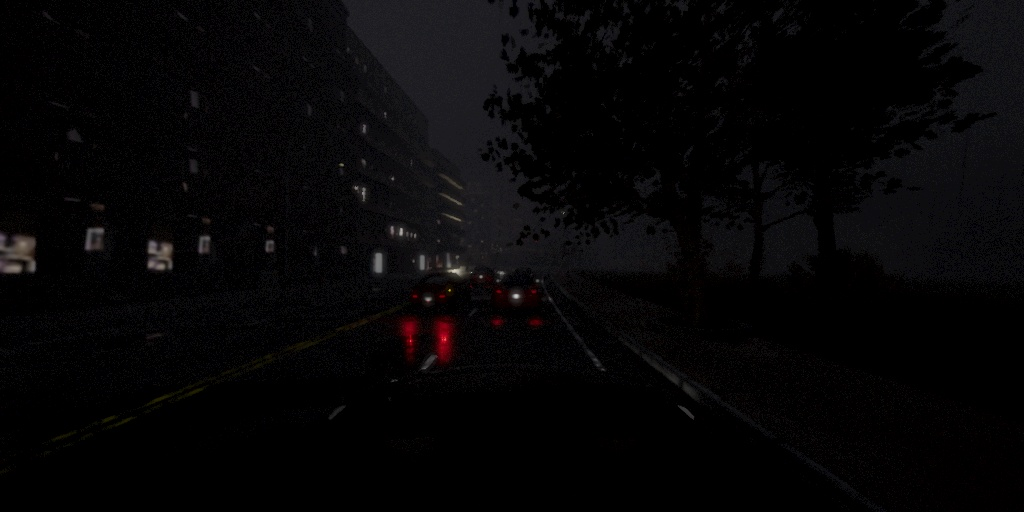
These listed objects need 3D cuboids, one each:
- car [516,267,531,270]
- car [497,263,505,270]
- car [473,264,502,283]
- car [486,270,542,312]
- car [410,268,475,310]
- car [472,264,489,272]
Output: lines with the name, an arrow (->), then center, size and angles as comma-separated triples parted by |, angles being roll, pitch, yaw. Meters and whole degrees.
car -> 0.978, 1.629, 30.029 | 1.994, 1.385, 4.181 | 0, -1, 5
car -> -2.296, 2.011, 61.937 | 1.812, 1.442, 4.674 | 0, -1, 8
car -> -2.277, 1.631, 30.100 | 1.994, 1.385, 4.181 | 0, -1, 5
car -> 0.233, 1.461, 15.114 | 1.994, 1.385, 4.181 | 0, -1, 2
car -> -2.999, 1.427, 15.594 | 1.812, 1.442, 4.674 | 0, 0, 3
car -> -5.473, 2.057, 62.547 | 1.994, 1.385, 4.181 | 0, -1, 9
